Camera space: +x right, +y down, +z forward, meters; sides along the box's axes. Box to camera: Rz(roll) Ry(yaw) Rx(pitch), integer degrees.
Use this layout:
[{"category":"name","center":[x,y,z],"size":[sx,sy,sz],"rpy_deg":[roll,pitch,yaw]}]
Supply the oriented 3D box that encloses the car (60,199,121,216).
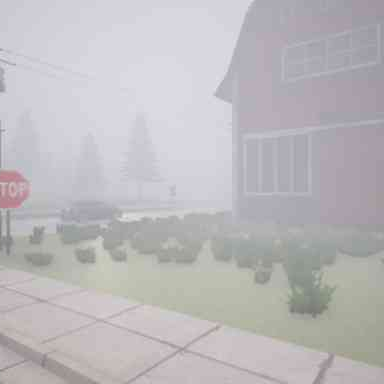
[{"category":"car","center":[-7.362,1.334,24.727],"size":[2.097,1.767,4.553],"rpy_deg":[0,0,36]}]
